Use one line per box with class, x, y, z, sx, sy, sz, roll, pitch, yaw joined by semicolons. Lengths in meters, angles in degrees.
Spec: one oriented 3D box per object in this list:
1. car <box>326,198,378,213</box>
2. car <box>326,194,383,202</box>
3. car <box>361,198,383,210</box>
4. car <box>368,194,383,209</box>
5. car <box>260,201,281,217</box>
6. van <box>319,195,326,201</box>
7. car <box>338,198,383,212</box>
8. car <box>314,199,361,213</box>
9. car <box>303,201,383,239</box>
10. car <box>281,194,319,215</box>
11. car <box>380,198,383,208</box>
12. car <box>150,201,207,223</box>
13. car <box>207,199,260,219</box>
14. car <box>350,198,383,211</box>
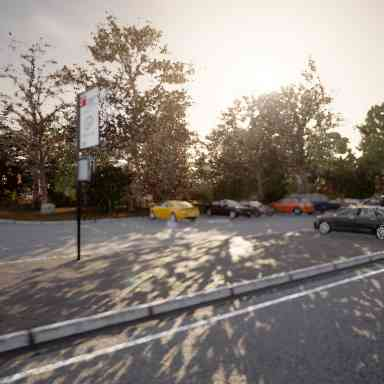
car;19.073;1.528;39.884;1.946;1.575;5.366;0;0;-36
car;10.668;1.177;18.079;2.435;2.045;5.566;0;0;-35
car;25.745;1.616;44.919;2.163;1.488;4.792;0;0;-36
car;28.044;1.356;46.493;2.435;2.045;5.566;0;0;-36
car;5.367;1.476;30.330;2.002;1.452;4.674;0;0;-35
van;12.099;1.250;35.272;1.878;1.987;4.442;0;0;-36
car;21.235;1.550;41.651;2.097;1.535;5.008;0;0;-36
car;16.701;1.553;38.413;2.002;1.452;4.674;0;0;-36
car;8.406;1.426;16.426;2.231;1.521;4.892;0;0;-35
car;9.921;1.335;33.537;2.185;1.767;4.553;0;0;-36
car;30.295;1.630;48.132;2.097;1.535;5.008;1;0;-36
car;-1.433;1.425;25.477;2.097;1.535;5.008;0;0;-35
car;3.096;1.429;28.716;2.097;1.535;5.008;0;0;-35
car;23.514;1.598;43.252;2.163;1.488;4.792;0;0;-36
